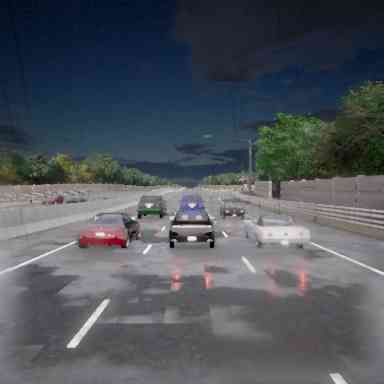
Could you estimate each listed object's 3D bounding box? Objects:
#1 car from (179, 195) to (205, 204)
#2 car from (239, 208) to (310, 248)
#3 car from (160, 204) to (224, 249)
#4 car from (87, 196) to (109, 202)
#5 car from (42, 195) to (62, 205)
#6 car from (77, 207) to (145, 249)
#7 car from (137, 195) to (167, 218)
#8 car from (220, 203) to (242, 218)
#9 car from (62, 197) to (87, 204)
[{"bbox_3d":[0.000,1.262,29.677,2.150,2.045,5.566,0,0,0],"label":"car"},{"bbox_3d":[3.500,1.621,14.681,1.895,1.301,4.718,0,0,0],"label":"car"},{"bbox_3d":[0.000,1.500,14.651,2.128,1.511,4.902,0,0,0],"label":"car"},{"bbox_3d":[-14.000,1.308,50.636,1.994,1.385,4.181,0,1,0],"label":"car"},{"bbox_3d":[-21.000,1.220,50.633,1.882,1.535,5.008,0,1,0],"label":"car"},{"bbox_3d":[-3.500,1.577,14.652,1.994,1.385,4.181,0,0,0],"label":"car"},{"bbox_3d":[-3.500,1.262,29.677,2.150,2.045,5.566,0,0,0],"label":"car"},{"bbox_3d":[3.500,1.621,29.679,1.895,1.301,4.718,0,0,0],"label":"car"},{"bbox_3d":[-17.500,1.364,50.607,1.895,1.301,4.718,0,1,0],"label":"car"}]
